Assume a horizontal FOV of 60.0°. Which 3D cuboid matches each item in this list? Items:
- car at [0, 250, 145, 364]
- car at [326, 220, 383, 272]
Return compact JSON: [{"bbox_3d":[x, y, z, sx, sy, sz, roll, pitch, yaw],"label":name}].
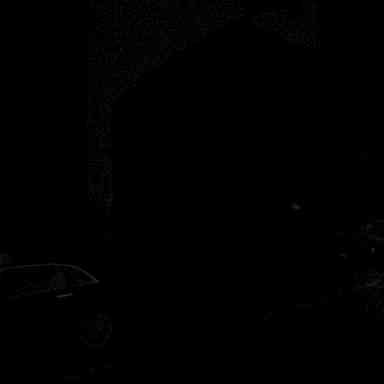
[{"bbox_3d":[-2.802,1.553,4.532,4.403,1.369,2.008,0,0,-35],"label":"car"},{"bbox_3d":[6.208,1.599,10.930,4.507,1.381,1.887,0,0,-35],"label":"car"}]
